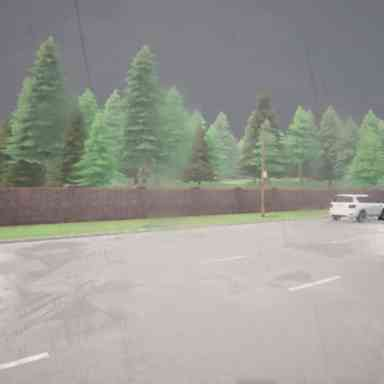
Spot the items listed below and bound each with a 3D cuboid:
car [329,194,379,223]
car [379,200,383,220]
[{"bbox_3d":[13.023,1.207,25.923,5.566,2.045,2.150,0,0,-35],"label":"car"},{"bbox_3d":[15.665,1.477,23.509,4.902,1.511,2.128,0,0,-35],"label":"car"}]
